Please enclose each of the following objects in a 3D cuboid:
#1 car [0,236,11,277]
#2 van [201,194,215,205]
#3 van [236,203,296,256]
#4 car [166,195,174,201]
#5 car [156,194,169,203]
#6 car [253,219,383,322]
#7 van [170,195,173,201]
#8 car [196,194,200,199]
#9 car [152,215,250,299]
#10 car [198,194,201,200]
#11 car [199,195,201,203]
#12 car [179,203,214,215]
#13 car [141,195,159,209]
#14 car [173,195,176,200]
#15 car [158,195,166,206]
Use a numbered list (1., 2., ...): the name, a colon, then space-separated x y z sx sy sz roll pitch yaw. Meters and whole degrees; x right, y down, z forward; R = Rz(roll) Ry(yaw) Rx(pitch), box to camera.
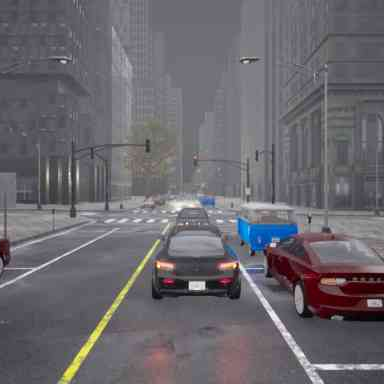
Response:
1. car: -5.800 1.545 7.245 1.887 1.381 4.507 0 0 0
2. van: 2.601 1.367 50.764 1.690 1.788 3.998 0 0 0
3. van: 2.739 1.343 12.780 1.690 1.788 3.998 0 0 0
4. car: -6.062 1.607 92.771 1.752 1.417 4.829 0 0 0
5. car: -5.958 1.352 61.208 2.192 1.841 5.009 0 0 0
6. car: 2.755 1.546 7.254 1.887 1.381 4.507 0 0 0
7. van: -6.010 1.399 77.074 1.690 1.788 3.998 0 0 0
8. car: 2.530 1.602 72.417 2.008 1.369 4.403 0 0 0
9. car: 0.081 1.527 8.306 1.812 1.442 4.674 0 0 0
10. car: 2.565 1.582 61.590 1.887 1.381 4.507 0 0 0
11. car: 2.582 1.597 56.177 1.947 1.339 4.313 0 0 0
12. car: 0.043 1.551 17.895 2.033 1.411 5.357 0 0 0
13. car: -5.913 1.547 45.168 1.752 1.417 4.829 0 0 0
14. car: -6.045 1.639 87.651 1.947 1.339 4.313 0 0 0
15. car: -5.942 1.576 55.918 1.887 1.381 4.507 0 0 0
